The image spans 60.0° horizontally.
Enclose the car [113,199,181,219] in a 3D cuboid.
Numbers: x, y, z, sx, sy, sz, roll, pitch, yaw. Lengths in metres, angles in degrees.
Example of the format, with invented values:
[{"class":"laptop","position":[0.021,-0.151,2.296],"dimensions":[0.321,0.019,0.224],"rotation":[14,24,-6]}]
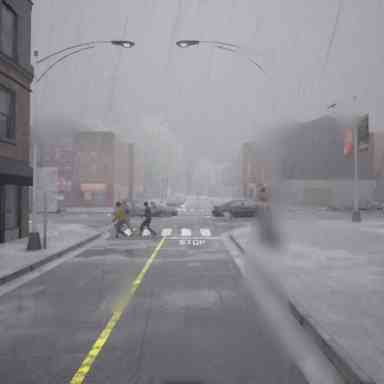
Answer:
[{"class":"car","position":[-3.838,1.509,27.783],"dimensions":[5.357,1.411,2.033],"rotation":[0,-1,0]}]

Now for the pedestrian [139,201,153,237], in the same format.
[{"class":"pedestrian","position":[-2.246,1.287,16.314],"dimensions":[0.375,1.860,0.375],"rotation":[1,-1,0]}]

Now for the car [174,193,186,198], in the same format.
[{"class":"car","position":[-2.475,1.290,57.747],"dimensions":[2.097,1.767,4.553],"rotation":[0,0,0]}]

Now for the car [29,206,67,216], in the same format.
[{"class":"car","position":[-15.606,1.761,34.384],"dimensions":[4.718,1.301,1.895],"rotation":[0,-1,0]}]

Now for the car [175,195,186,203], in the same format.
[{"class":"car","position":[-2.383,1.445,70.157],"dimensions":[2.128,1.511,4.902],"rotation":[0,0,0]}]

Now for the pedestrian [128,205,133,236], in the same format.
[{"class":"pedestrian","position":[-3.382,1.287,16.916],"dimensions":[0.375,1.860,0.375],"rotation":[1,-1,0]}]

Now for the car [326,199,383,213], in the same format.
[{"class":"car","position":[16.933,1.412,34.651],"dimensions":[5.357,1.411,2.033],"rotation":[-1,-1,0]}]

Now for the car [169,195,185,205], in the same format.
[{"class":"car","position":[-2.534,1.502,46.801],"dimensions":[2.033,1.411,5.357],"rotation":[0,0,2]}]

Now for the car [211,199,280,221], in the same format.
[{"class":"car","position":[3.927,1.288,24.601],"dimensions":[5.008,1.535,1.882],"rotation":[-1,-1,0]}]

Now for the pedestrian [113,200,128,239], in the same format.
[{"class":"pedestrian","position":[-3.398,1.289,15.641],"dimensions":[0.375,1.860,0.375],"rotation":[1,-1,0]}]
